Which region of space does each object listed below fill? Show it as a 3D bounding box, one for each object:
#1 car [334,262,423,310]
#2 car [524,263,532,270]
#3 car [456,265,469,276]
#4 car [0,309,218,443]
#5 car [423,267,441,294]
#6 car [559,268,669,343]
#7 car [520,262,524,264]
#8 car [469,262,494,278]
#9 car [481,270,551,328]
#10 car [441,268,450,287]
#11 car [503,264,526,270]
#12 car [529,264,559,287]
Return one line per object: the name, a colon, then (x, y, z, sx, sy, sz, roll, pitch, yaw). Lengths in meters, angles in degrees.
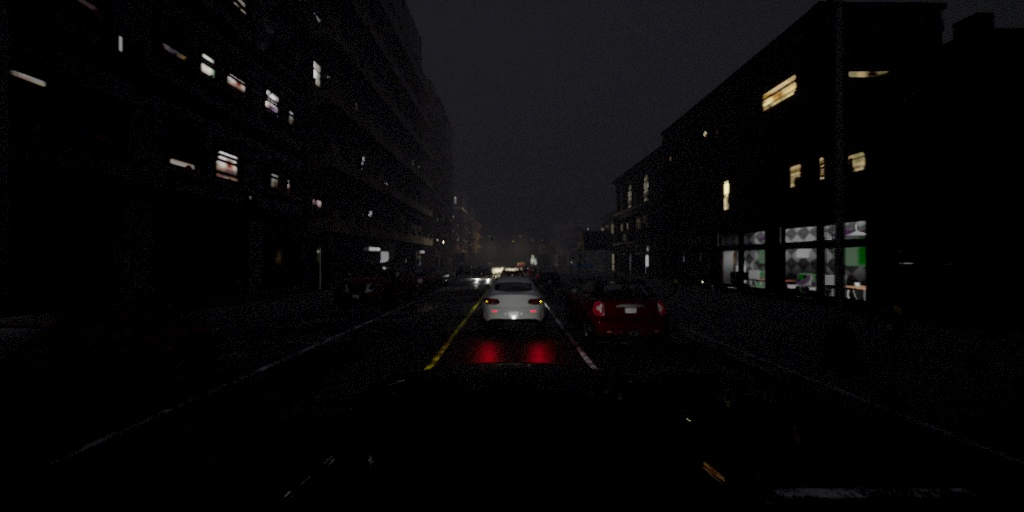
car: (-5.731, 1.197, 15.653, 2.192, 1.841, 5.009, 0, 0, 0)
car: (2.578, 1.652, 38.460, 1.888, 1.381, 4.507, 0, 0, 0)
car: (-5.821, 1.732, 44.135, 1.948, 1.339, 4.313, 0, 0, 0)
car: (-5.696, 1.356, 4.261, 1.802, 1.307, 4.207, 0, 0, 0)
car: (-5.749, 1.377, 21.350, 1.967, 1.591, 4.097, 0, 0, 0)
car: (2.667, 1.267, 9.980, 1.967, 1.591, 4.097, 0, 0, 0)
car: (2.542, 1.770, 49.853, 1.888, 1.381, 4.507, 0, 0, 0)
car: (-3.210, 1.684, 39.675, 1.994, 1.385, 4.181, 0, -1, 0)
car: (0.048, 1.369, 11.724, 1.812, 1.442, 4.674, 0, 0, 0)
car: (-5.767, 1.543, 27.047, 2.007, 1.370, 4.403, 0, 0, 0)
car: (0.003, 1.638, 31.582, 1.895, 1.301, 4.718, 0, -1, 0)
car: (2.614, 1.542, 27.069, 2.007, 1.370, 4.403, 0, 0, 0)
